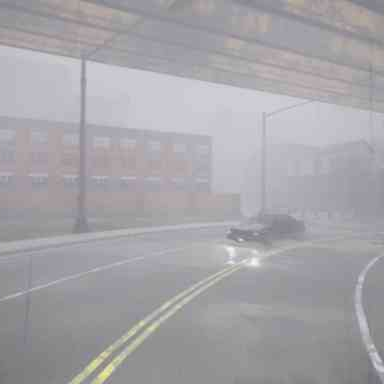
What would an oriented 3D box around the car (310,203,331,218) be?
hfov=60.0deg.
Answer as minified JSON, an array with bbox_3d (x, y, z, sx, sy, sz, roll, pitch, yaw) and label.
[{"bbox_3d":[14.274,2.047,37.995,2.038,1.542,4.974,1,-1,5],"label":"car"}]

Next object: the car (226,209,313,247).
[{"bbox_3d":[3.934,1.786,16.813,2.033,1.411,5.357,0,-1,42],"label":"car"}]

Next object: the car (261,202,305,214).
[{"bbox_3d":[10.554,1.857,38.645,4.536,1.218,1.853,0,-1,35],"label":"car"}]

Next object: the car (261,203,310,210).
[{"bbox_3d":[10.595,2.015,38.614,4.974,1.542,2.038,0,-1,35],"label":"car"}]

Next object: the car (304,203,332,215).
[{"bbox_3d":[14.281,1.890,38.049,1.853,1.218,4.536,1,-1,5],"label":"car"}]
